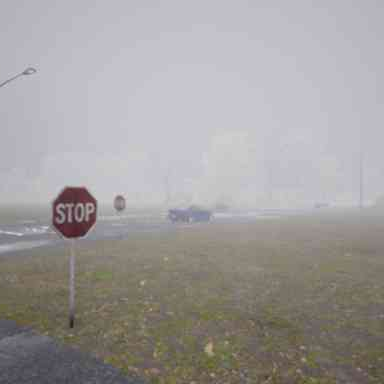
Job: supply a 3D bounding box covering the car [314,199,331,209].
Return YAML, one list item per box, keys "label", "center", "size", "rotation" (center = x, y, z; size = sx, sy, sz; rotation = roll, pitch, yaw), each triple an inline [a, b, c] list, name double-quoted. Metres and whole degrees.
- label: "car"
  center: [24.805, 2.441, 63.067]
  size: [1.895, 1.301, 4.718]
  rotation: [1, 0, 36]

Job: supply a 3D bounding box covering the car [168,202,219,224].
- label: "car"
  center: [-0.012, 1.822, 28.775]
  size: [1.882, 1.535, 5.008]
  rotation: [1, 0, 36]

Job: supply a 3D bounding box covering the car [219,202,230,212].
- label: "car"
  center: [3.127, 2.012, 45.061]
  size: [2.033, 1.411, 5.357]
  rotation: [1, 0, 36]
